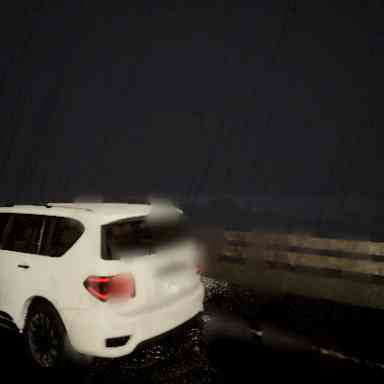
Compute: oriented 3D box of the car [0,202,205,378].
[{"bbox_3d":[-2.417,1.195,5.733,5.566,2.045,2.150,0,0,36],"label":"car"}]
